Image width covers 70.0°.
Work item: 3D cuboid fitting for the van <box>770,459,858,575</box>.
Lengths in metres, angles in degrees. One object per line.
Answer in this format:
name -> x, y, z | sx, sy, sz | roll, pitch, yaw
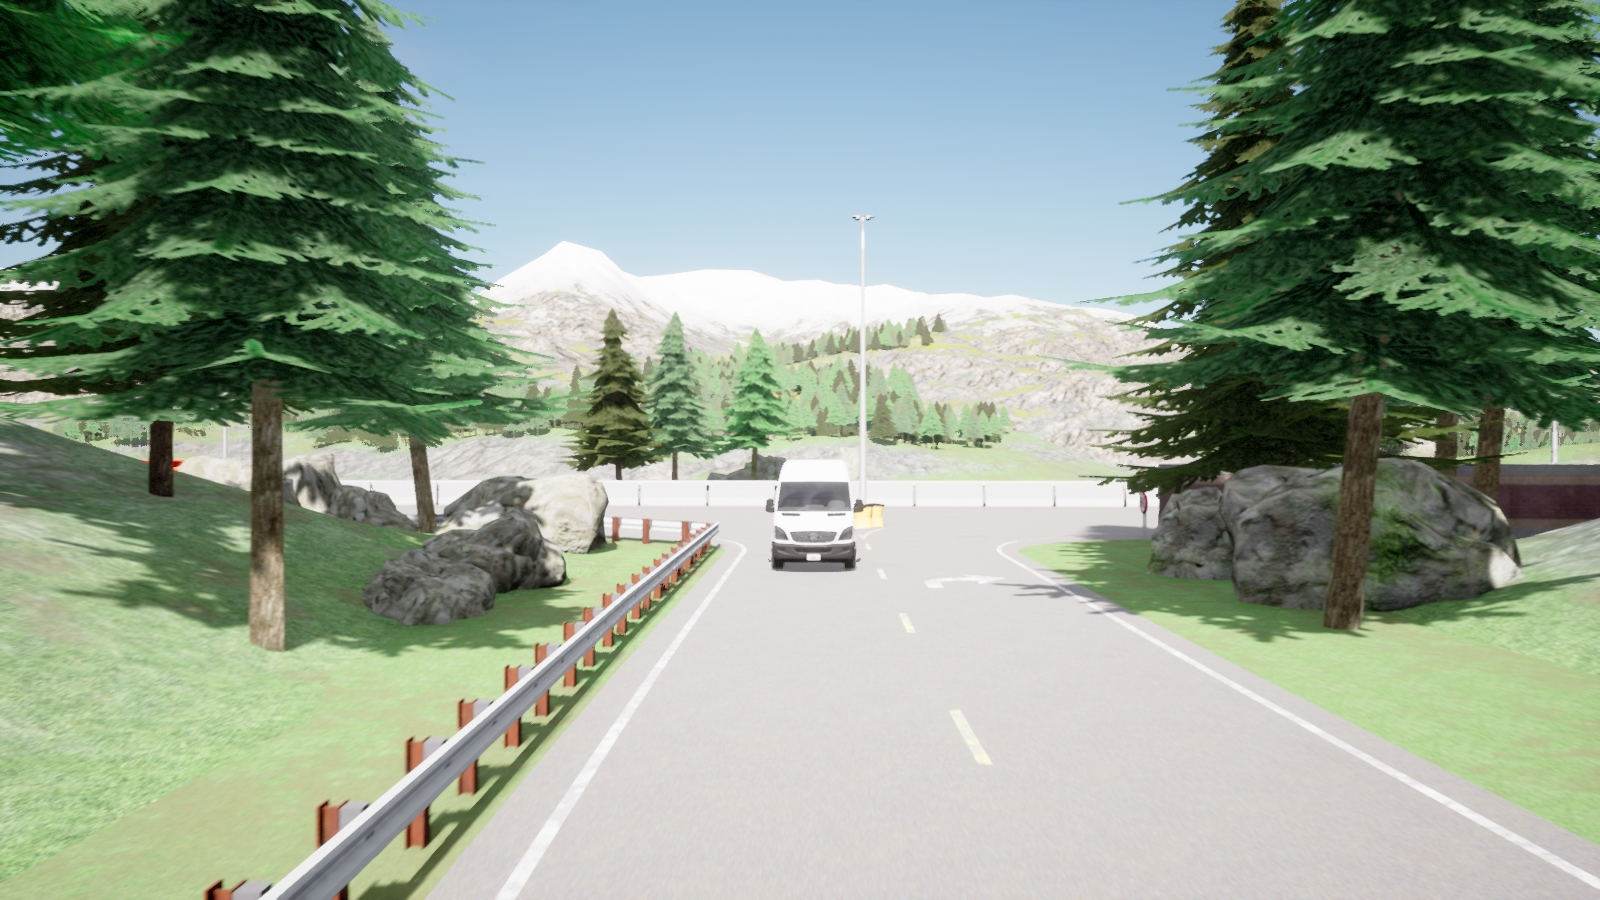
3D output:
van -> 0.398, 1.530, 28.617 | 1.988, 2.561, 5.915 | 0, 0, 2
